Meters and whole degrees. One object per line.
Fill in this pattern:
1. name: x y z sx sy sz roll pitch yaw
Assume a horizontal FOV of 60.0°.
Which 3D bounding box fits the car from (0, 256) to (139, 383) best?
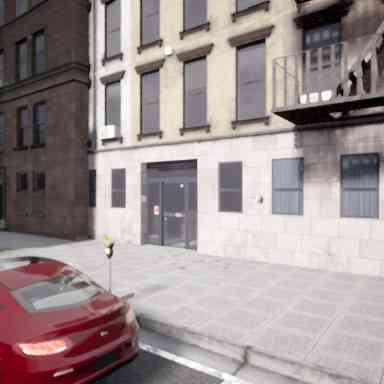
1. car: -2.567 1.581 4.644 4.206 1.307 1.802 0 0 36
